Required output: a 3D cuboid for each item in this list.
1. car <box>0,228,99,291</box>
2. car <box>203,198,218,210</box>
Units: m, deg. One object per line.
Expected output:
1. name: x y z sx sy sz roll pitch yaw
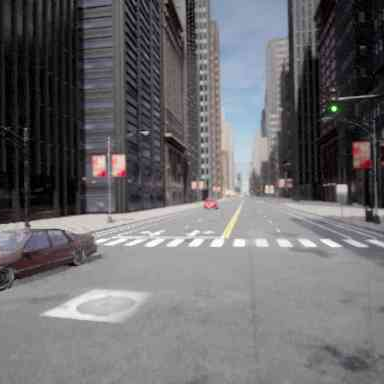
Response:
1. car: -5.027 1.835 10.147 2.033 1.411 5.357 -1 -1 18
2. car: 3.315 2.082 58.370 2.150 2.045 5.566 -1 -1 9
